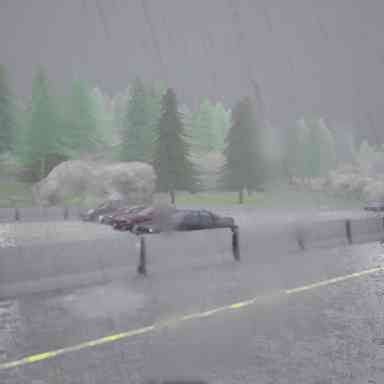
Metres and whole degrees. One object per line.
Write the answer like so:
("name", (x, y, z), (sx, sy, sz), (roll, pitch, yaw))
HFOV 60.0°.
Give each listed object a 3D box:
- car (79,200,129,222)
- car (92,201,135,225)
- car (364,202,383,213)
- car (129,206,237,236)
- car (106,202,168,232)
("car", (-6.159, 1.421, 25.398), (4.553, 1.767, 2.097), (1, 0, -36))
("car", (-3.889, 1.563, 22.719), (4.902, 1.511, 2.128), (1, 0, -36))
("car", (27.518, 2.261, 49.406), (5.008, 1.535, 1.882), (2, -1, -35))
("car", (-0.155, 1.615, 16.784), (5.357, 1.411, 2.033), (1, 0, -36))
("car", (-2.173, 1.546, 19.643), (5.008, 1.535, 1.882), (1, 0, -36))
